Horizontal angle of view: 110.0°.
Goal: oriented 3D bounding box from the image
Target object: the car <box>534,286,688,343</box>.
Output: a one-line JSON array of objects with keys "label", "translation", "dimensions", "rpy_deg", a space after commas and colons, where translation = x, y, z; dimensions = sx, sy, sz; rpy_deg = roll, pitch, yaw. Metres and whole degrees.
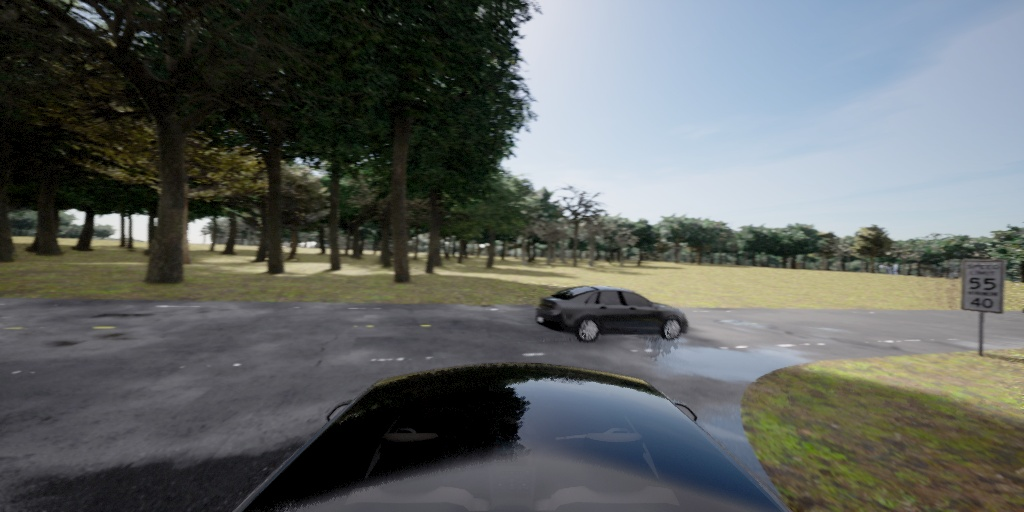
[{"label": "car", "translation": [3.094, 1.706, 11.021], "dimensions": [4.892, 1.490, 1.837], "rpy_deg": [4, -1, -19]}]
